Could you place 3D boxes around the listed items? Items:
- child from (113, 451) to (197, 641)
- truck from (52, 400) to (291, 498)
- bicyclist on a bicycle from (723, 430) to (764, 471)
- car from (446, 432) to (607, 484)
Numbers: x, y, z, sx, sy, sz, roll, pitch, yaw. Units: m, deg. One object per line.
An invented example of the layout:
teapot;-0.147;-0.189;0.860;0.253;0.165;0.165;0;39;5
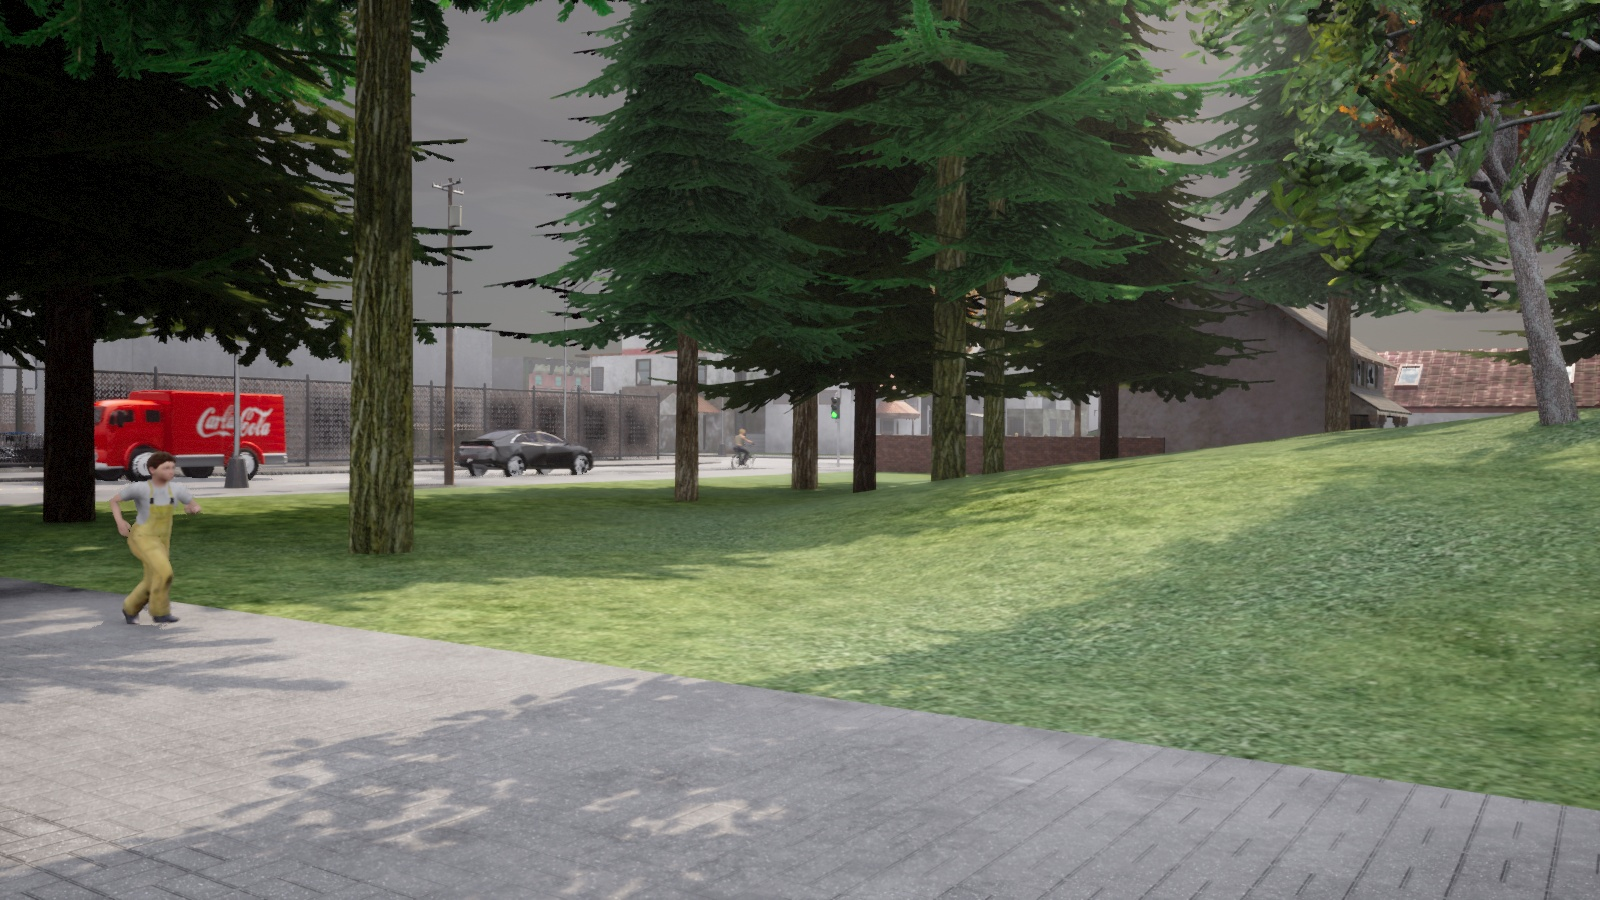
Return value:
child;-4.410;0.644;8.590;0.437;1.263;0.270;0;1;21
truck;-17.124;-0.075;34.501;2.627;2.467;5.204;0;1;34
bicyclist on a bicycle;-2.236;0.009;49.741;0.866;1.612;1.509;0;1;34
car;-8.637;0.220;40.071;2.128;1.511;4.902;0;1;34
